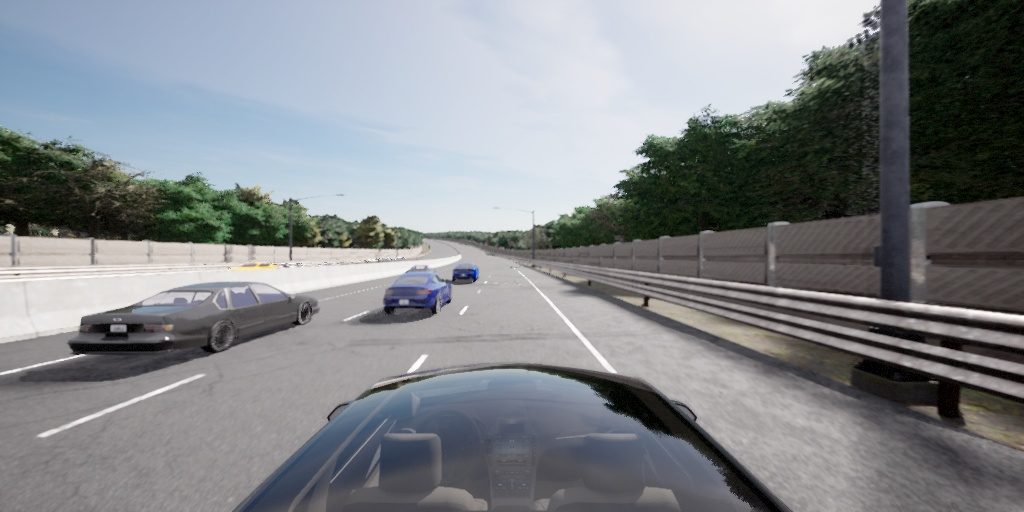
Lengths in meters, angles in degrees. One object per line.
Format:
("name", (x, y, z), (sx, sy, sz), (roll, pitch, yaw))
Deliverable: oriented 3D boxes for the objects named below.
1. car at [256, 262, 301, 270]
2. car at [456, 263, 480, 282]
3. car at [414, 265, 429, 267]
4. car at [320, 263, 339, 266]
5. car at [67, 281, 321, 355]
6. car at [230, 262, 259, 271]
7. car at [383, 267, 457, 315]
("car", (-21.554, 1.450, 34.175), (1.895, 1.301, 4.718), (0, 0, -2))
("car", (-3.749, 1.298, 29.700), (1.882, 1.535, 5.008), (0, 0, -1))
("car", (-7.232, 1.389, 28.827), (1.994, 1.385, 4.181), (0, 0, -1))
("car", (-18.090, 1.408, 35.452), (1.994, 1.385, 4.181), (0, 0, -2))
("car", (-6.940, 1.330, 8.822), (2.033, 1.411, 5.357), (0, 0, 0))
("car", (-25.077, 1.333, 34.985), (1.882, 1.535, 5.008), (0, 0, -2))
("car", (-3.478, 1.321, 13.795), (1.812, 1.442, 4.674), (0, 0, -1))
